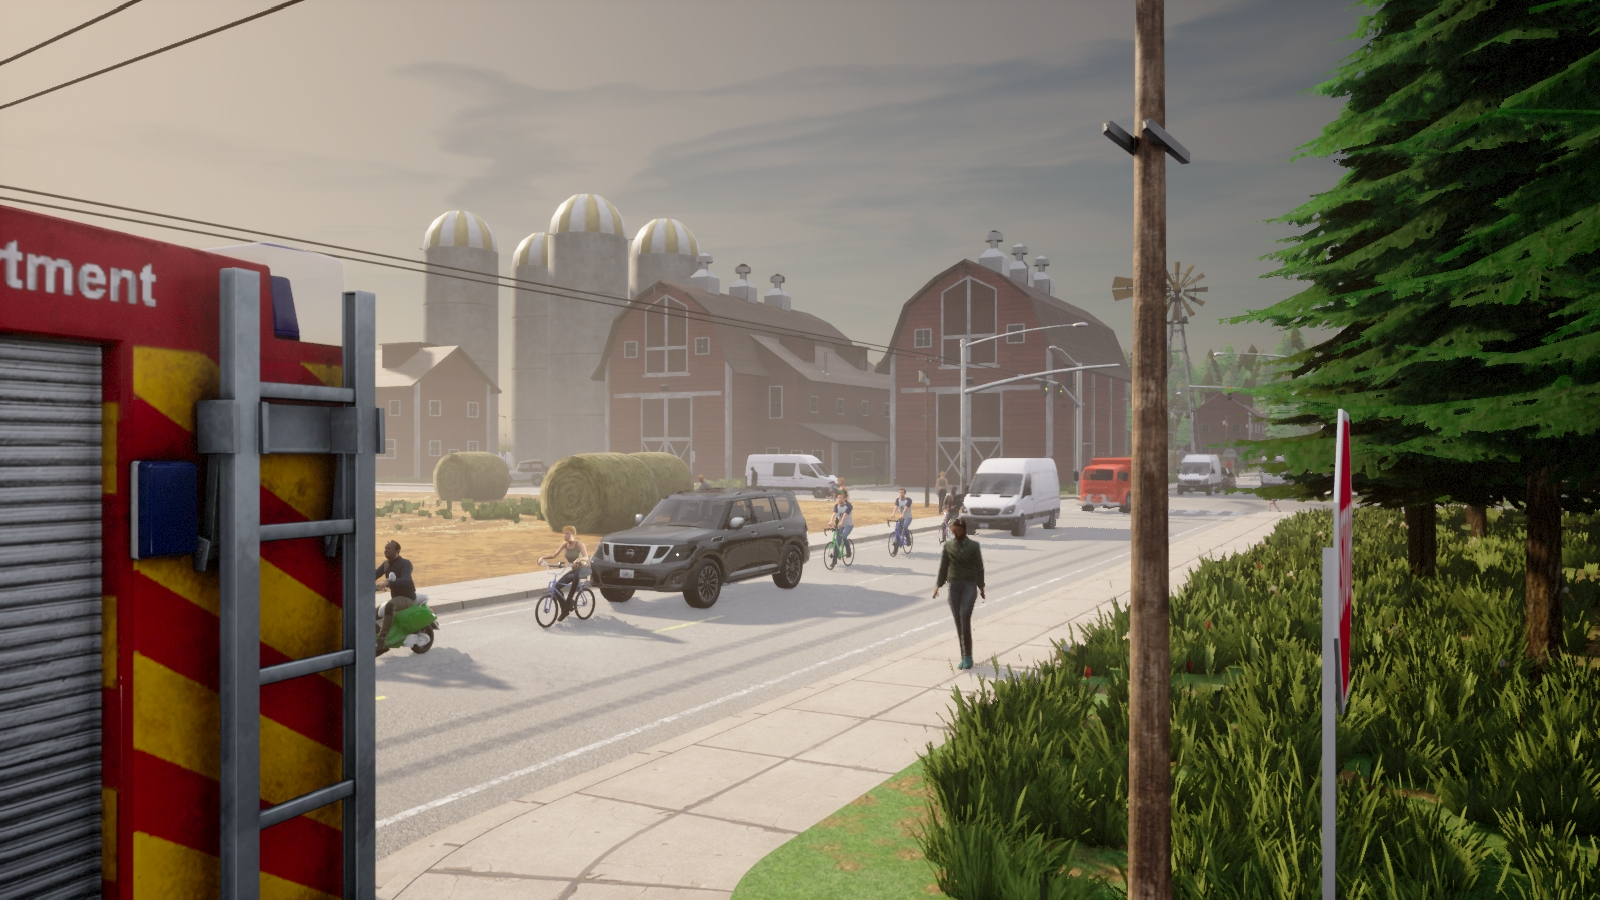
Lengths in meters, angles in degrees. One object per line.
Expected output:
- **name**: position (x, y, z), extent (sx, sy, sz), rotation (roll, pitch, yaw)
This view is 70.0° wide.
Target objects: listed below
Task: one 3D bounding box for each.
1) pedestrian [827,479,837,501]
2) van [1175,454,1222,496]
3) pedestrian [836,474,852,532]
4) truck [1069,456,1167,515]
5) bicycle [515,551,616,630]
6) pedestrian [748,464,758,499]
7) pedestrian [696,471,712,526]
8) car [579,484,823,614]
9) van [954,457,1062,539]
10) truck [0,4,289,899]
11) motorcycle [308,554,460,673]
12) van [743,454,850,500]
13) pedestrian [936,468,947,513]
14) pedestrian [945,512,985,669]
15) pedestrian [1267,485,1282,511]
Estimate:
- **pedestrian**: position (1.654, 2.052, 58.944), extent (0.500, 1.100, 0.500), rotation (0, 0, 8)
- **van**: position (25.715, 1.534, 73.539), extent (1.988, 2.561, 5.915), rotation (0, 0, 28)
- **pedestrian**: position (1.415, 1.695, 36.750), extent (0.375, 1.860, 0.375), rotation (0, 0, 44)
- **truck**: position (14.713, 1.553, 52.690), extent (2.627, 2.467, 5.204), rotation (0, 1, 37)
- **bicycle**: position (-3.808, 2.256, 18.627), extent (0.859, 1.080, 1.487), rotation (0, 0, 28)
- **pedestrian**: position (-2.531, 1.670, 61.127), extent (0.375, 1.860, 0.375), rotation (0, 0, 30)
- **pedestrian**: position (-3.323, 1.677, 39.493), extent (0.375, 1.860, 0.375), rotation (0, 0, 38)
- **car**: position (-1.733, 1.779, 22.472), extent (2.150, 2.045, 5.566), rotation (0, 0, 27)
- **van**: position (7.265, 1.535, 39.332), extent (1.988, 2.561, 5.915), rotation (0, 0, 28)
- **truck**: position (-6.051, 0.867, 3.693), extent (8.468, 3.827, 2.891), rotation (0, 0, 21)
- **motorcycle**: position (-5.549, 2.142, 15.359), extent (0.856, 1.316, 1.805), rotation (0, 0, 28)
- **van**: position (-0.220, 1.504, 65.696), extent (5.915, 2.561, 1.988), rotation (0, 0, 27)
- **pedestrian**: position (5.895, 1.690, 47.577), extent (0.375, 1.860, 0.375), rotation (0, 0, 15)
- **pedestrian**: position (2.018, 1.696, 13.950), extent (0.375, 1.860, 0.375), rotation (0, 0, 28)
- **pedestrian**: position (20.519, 2.075, 49.389), extent (0.500, 1.100, 0.500), rotation (0, 0, 33)
